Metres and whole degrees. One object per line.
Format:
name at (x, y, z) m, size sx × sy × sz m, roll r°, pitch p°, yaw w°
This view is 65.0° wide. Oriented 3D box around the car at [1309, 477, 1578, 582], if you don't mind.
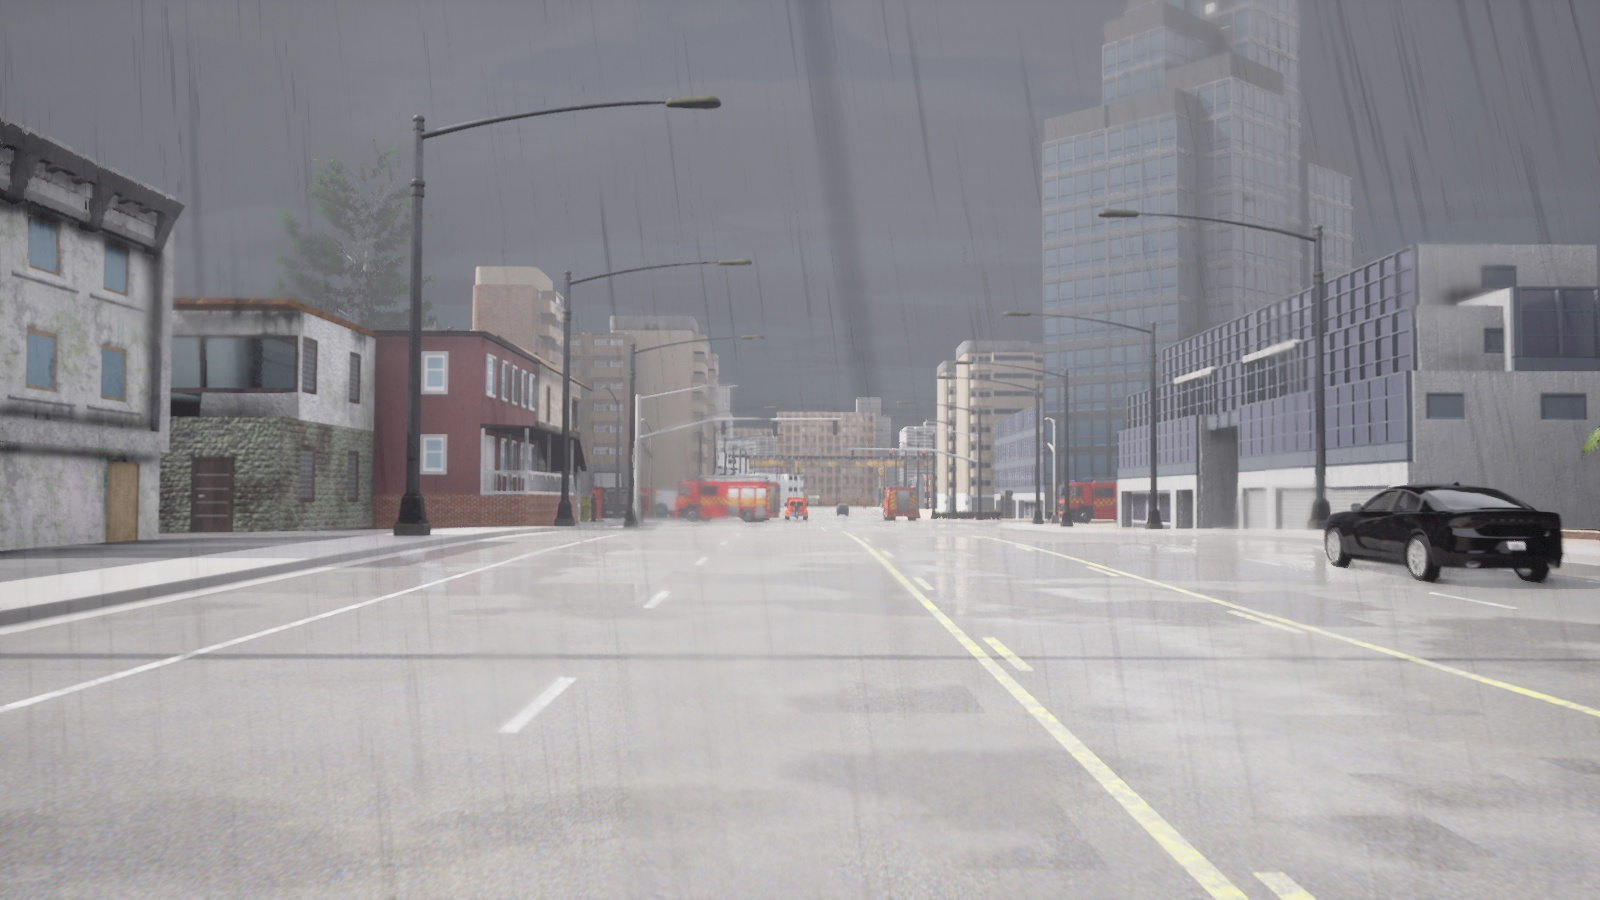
car at (10.448, 1.214, 20.915) m, size 1.882 × 1.535 × 5.008 m, roll 0°, pitch -1°, yaw 0°
